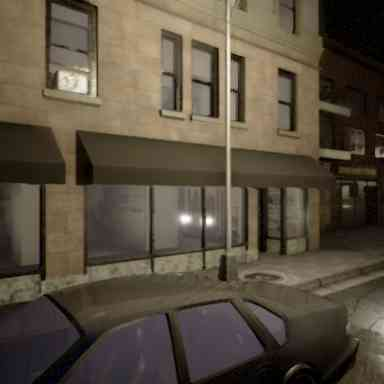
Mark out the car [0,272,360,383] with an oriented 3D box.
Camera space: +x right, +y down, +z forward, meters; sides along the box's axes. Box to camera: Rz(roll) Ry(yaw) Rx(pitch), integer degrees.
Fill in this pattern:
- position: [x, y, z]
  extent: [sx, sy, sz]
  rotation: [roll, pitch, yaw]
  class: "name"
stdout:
- position: [-0.625, 1.561, 2.924]
  extent: [5.357, 1.411, 2.033]
  rotation: [0, 0, -37]
  class: "car"
